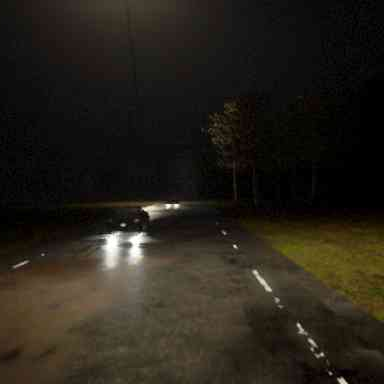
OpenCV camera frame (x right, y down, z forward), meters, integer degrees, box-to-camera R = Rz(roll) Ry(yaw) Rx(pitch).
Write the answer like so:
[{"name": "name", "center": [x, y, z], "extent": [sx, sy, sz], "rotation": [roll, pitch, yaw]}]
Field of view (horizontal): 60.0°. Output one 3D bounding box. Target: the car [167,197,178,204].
[{"name": "car", "center": [-3.538, 1.576, 61.219], "extent": [1.895, 1.301, 4.718], "rotation": [0, 0, 1]}]

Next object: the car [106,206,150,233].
[{"name": "car", "center": [-3.602, 1.524, 19.347], "extent": [1.994, 1.385, 4.181], "rotation": [0, 0, 0]}]
